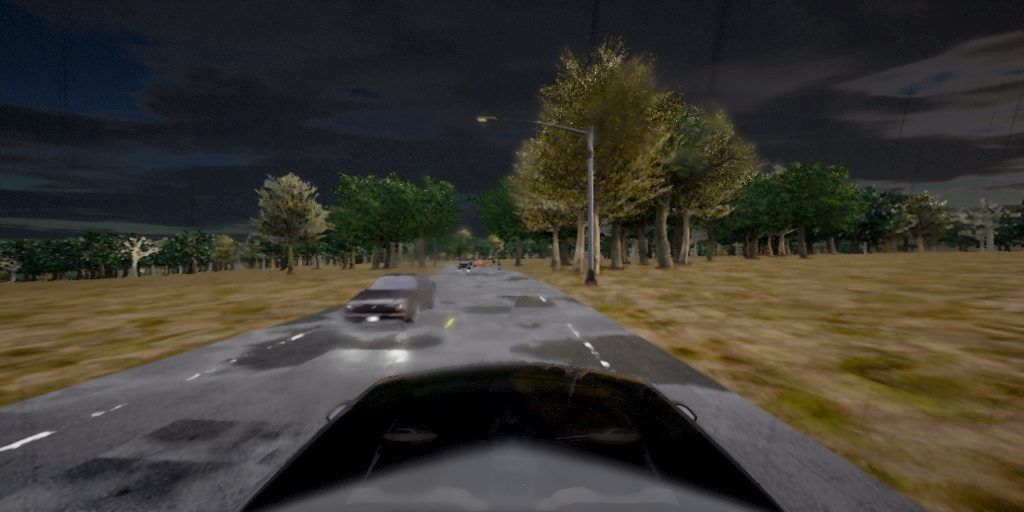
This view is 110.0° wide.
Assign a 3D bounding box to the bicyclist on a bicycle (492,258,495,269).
[{"bbox_3d":[-2.796,1.229,55.742,0.659,1.776,1.843,0,0,-8],"label":"bicyclist on a bicycle"}]

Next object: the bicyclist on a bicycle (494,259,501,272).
[{"bbox_3d":[-1.652,1.271,46.667,0.582,1.620,1.656,0,-1,-7],"label":"bicyclist on a bicycle"}]

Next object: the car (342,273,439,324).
[{"bbox_3d":[-3.770,1.303,12.242,2.033,1.411,5.357,0,0,-2],"label":"car"}]

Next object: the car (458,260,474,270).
[{"bbox_3d":[-7.185,1.399,54.600,2.033,1.411,5.357,0,0,-7],"label":"car"}]
